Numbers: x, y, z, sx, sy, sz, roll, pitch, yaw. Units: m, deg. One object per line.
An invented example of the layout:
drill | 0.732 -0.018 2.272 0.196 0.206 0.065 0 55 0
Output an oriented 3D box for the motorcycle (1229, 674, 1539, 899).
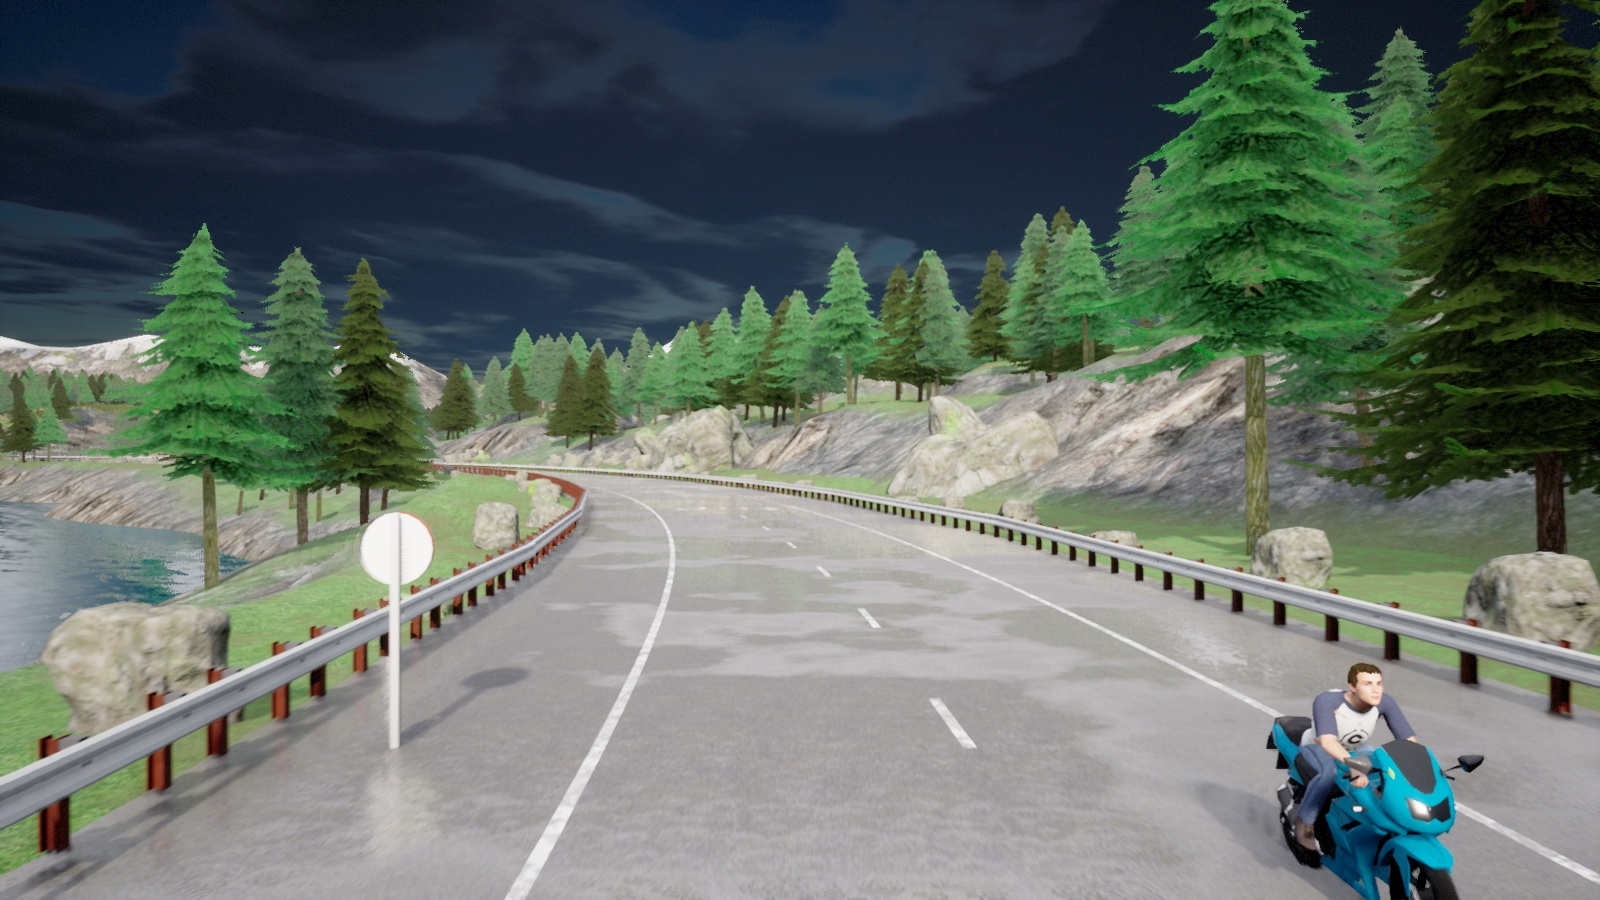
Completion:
motorcycle | 3.417 2.177 6.949 0.803 1.217 2.033 0 0 -1
